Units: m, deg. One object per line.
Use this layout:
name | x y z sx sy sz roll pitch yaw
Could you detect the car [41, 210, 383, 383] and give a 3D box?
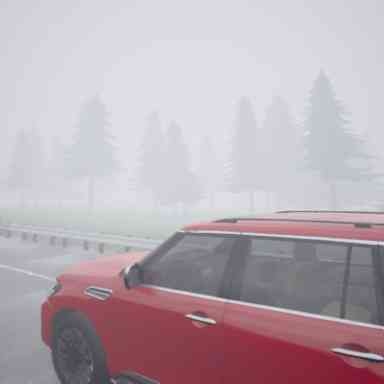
car | 0.757 1.221 3.452 5.566 2.045 2.150 0 0 36
